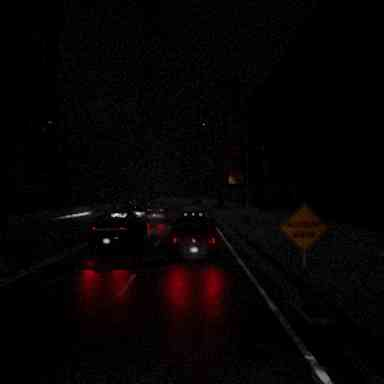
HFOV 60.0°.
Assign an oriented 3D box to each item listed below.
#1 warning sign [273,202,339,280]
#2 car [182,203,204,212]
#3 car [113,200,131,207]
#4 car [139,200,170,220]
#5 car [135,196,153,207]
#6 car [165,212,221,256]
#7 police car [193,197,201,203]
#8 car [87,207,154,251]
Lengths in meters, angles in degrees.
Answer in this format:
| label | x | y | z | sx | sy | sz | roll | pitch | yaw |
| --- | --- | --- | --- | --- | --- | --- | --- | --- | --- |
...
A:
| label | x | y | z | sx | sy | sz | roll | pitch | yaw |
| --- | --- | --- | --- | --- | --- | --- | --- | --- | --- |
| warning sign | 2.852 | 1.189 | 8.493 | 1.300 | 1.860 | 1.060 | 0 | -1 | 0 |
| car | 0.098 | 1.845 | 28.654 | 1.895 | 1.301 | 4.718 | 0 | 0 | 0 |
| car | -9.806 | 1.891 | 46.596 | 2.128 | 1.511 | 4.902 | 0 | -1 | 0 |
| car | -3.148 | 1.750 | 30.330 | 2.128 | 1.511 | 4.902 | 0 | 0 | 0 |
| car | -6.558 | 1.622 | 46.541 | 2.150 | 2.045 | 5.566 | 0 | -1 | 0 |
| car | 0.089 | 1.717 | 13.652 | 1.895 | 1.301 | 4.718 | 0 | 0 | 0 |
| police car | 1.183 | 2.107 | 78.596 | 1.930 | 1.638 | 5.238 | 0 | 0 | 0 |
| car | -3.158 | 1.617 | 14.747 | 2.128 | 1.511 | 4.902 | 0 | 0 | 0 |
